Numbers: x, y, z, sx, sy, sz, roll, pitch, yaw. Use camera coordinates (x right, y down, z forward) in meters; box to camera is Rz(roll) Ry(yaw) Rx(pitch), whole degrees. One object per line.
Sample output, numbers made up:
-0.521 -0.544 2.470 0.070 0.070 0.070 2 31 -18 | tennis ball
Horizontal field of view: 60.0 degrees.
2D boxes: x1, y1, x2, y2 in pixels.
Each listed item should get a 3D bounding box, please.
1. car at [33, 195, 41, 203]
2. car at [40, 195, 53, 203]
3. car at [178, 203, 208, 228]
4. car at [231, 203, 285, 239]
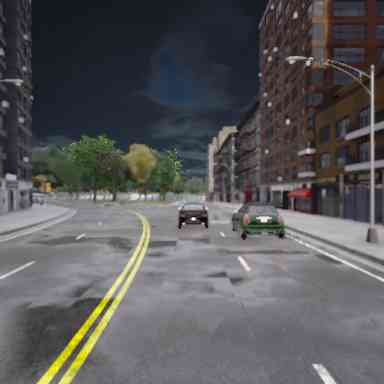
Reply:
-40.310 2.108 83.539 1.812 1.442 4.674 0 0 -43 | car
-37.915 1.802 85.735 2.150 2.045 5.566 0 0 -43 | car
0.078 1.500 22.625 1.882 1.535 5.008 0 0 0 | car
3.348 1.360 17.614 2.097 1.767 4.553 0 0 0 | car
